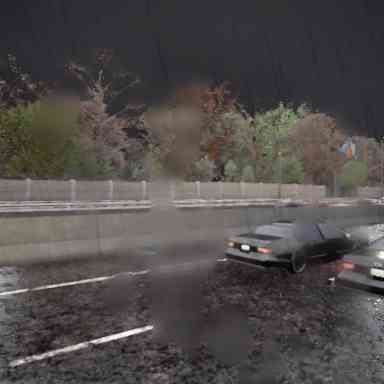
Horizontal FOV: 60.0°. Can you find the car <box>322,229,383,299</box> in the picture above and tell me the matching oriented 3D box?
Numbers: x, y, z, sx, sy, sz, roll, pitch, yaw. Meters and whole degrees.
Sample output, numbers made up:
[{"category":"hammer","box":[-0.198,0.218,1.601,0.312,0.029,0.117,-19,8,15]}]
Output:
[{"category":"car","box":[5.541,1.567,7.702,5.357,1.411,2.033,0,0,-35]}]

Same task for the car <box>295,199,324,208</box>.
[{"category":"car","box":[15.151,1.688,40.582,4.718,1.301,1.895,0,0,-35]}]

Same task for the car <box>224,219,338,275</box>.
[{"category":"car","box":[3.503,1.567,10.545,5.357,1.411,2.033,0,0,-35]}]

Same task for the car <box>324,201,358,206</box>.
[{"category":"car","box":[17.616,1.689,38.042,4.718,1.301,1.895,0,0,-35]}]

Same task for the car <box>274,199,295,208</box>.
[{"category":"car","box":[12.640,1.611,43.083,4.674,1.442,1.812,0,0,-36]}]

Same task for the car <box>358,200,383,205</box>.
[{"category":"car","box":[20.512,1.583,35.805,4.902,1.511,2.128,0,0,-35]}]
